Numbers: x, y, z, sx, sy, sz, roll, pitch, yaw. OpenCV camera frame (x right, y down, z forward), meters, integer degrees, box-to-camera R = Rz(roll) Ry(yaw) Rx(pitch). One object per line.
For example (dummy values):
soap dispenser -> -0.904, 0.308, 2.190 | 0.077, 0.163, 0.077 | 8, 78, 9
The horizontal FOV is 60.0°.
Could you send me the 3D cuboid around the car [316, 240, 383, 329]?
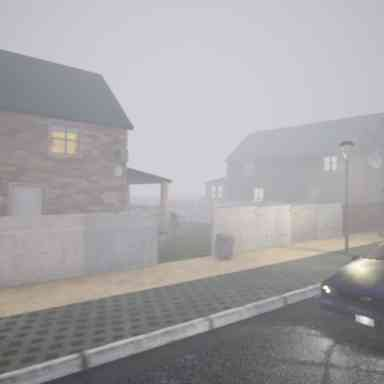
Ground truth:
car -> 4.731, 1.560, 6.658 | 5.357, 1.411, 2.033 | 0, 0, -37
